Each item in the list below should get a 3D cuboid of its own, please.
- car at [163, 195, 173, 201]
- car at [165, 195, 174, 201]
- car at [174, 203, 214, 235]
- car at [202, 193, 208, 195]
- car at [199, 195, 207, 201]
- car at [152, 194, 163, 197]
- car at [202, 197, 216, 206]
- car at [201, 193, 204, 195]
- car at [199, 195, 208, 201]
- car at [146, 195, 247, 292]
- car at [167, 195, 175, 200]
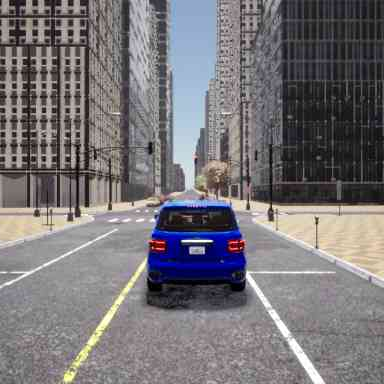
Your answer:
[{"bbox_3d":[-5.684,1.438,78.644,1.887,1.381,4.507,0,0,0],"label":"car"},{"bbox_3d":[-5.684,1.428,84.319,2.008,1.369,4.403,0,0,0],"label":"car"},{"bbox_3d":[0.096,1.486,19.822,2.128,1.511,4.902,0,0,0],"label":"car"},{"bbox_3d":[2.825,1.400,50.263,1.967,1.590,4.097,0,0,0],"label":"car"},{"bbox_3d":[2.697,1.422,84.313,1.887,1.381,4.507,0,0,0],"label":"car"},{"bbox_3d":[-5.815,1.485,50.094,1.752,1.417,4.829,0,0,0],"label":"car"},{"bbox_3d":[2.795,1.500,55.941,2.008,1.369,4.403,0,0,0],"label":"car"},{"bbox_3d":[2.698,1.224,72.964,2.192,1.841,5.009,0,0,0],"label":"car"},{"bbox_3d":[2.697,1.419,78.809,1.752,1.417,4.829,0,0,0],"label":"car"},{"bbox_3d":[0.099,1.221,9.093,2.150,2.045,5.566,0,0,0],"label":"car"},{"bbox_3d":[-5.683,1.411,89.995,2.008,1.369,4.403,0,0,0],"label":"car"}]
